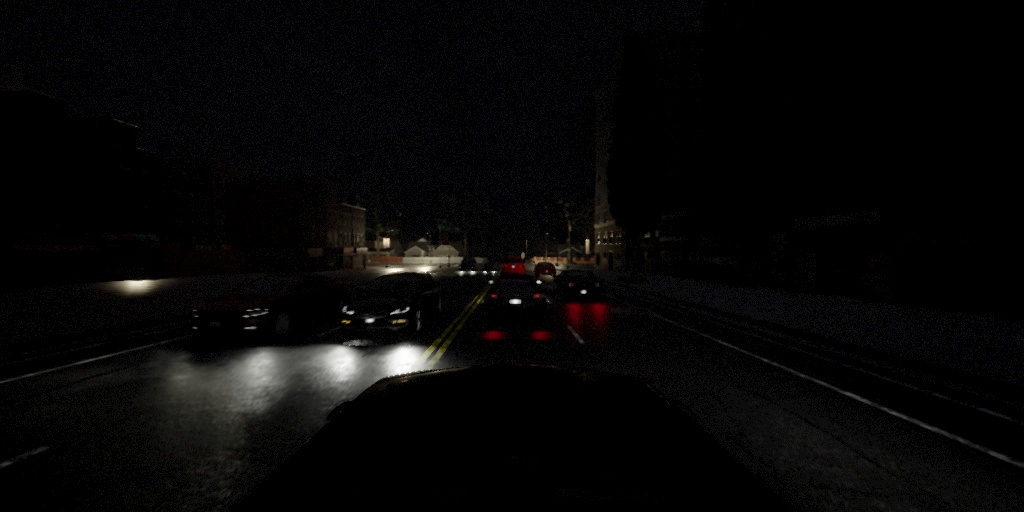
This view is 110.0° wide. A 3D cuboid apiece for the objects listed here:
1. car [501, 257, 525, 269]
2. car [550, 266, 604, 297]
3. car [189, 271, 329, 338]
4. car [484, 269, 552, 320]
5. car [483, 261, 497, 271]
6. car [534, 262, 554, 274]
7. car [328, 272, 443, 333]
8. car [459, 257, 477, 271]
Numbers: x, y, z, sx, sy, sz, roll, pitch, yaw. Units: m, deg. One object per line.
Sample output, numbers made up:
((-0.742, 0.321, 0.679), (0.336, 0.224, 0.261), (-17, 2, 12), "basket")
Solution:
((0.112, 1.073, 34.689), (2.150, 2.045, 5.566), (0, 0, 0), "car")
((3.355, 1.389, 18.987), (1.895, 1.301, 4.718), (0, 0, 0), "car")
((-6.594, 1.245, 10.458), (1.882, 1.535, 5.008), (0, 0, 0), "car")
((0.103, 1.336, 12.689), (1.994, 1.385, 4.181), (0, 0, 0), "car")
((-3.290, 1.523, 54.066), (2.033, 1.411, 5.357), (0, 0, 1), "car")
((3.363, 1.341, 37.027), (1.882, 1.535, 5.008), (0, 0, 0), "car")
((-3.345, 1.273, 10.871), (1.837, 1.490, 4.892), (0, 0, 0), "car")
((-6.539, 1.198, 54.096), (2.150, 2.045, 5.566), (0, 0, 0), "car")
